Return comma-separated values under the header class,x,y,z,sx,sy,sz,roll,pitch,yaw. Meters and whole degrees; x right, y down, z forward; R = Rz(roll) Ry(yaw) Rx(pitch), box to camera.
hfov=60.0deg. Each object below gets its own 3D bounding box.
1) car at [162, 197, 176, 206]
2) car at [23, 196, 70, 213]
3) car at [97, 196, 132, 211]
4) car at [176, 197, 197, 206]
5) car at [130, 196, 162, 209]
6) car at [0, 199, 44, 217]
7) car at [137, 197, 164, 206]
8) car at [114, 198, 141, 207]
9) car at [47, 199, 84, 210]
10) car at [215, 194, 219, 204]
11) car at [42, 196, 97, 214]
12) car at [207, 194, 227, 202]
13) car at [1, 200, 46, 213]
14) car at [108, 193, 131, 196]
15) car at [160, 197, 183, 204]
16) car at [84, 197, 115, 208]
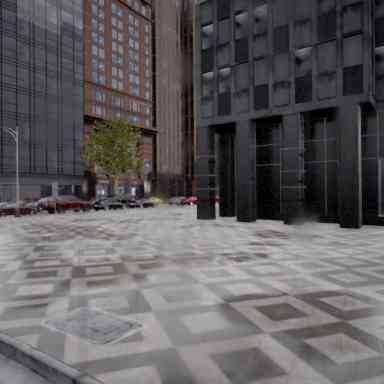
class,x,y,z,sx,sy,sz,roll,pitch,yaw
car,-2.029,1.496,54.748,2.033,1.411,5.357,-1,0,35
car,-16.876,1.392,38.825,2.097,1.767,4.553,-1,0,35
car,-9.641,1.525,39.141,1.947,1.339,4.313,-1,0,35
car,-0.022,1.462,53.055,1.887,1.381,4.507,-1,0,35
car,-6.435,1.509,43.778,1.947,1.339,4.313,-1,0,35
car,-16.055,1.577,29.864,1.802,1.307,4.206,-1,0,35
car,-7.126,1.544,57.767,1.752,1.417,4.829,-1,0,35
car,-10.236,1.613,53.269,1.802,1.307,4.206,-1,0,35
car,-16.651,1.642,43.992,1.802,1.307,4.206,-1,0,35
car,3.184,1.222,57.694,2.192,1.841,5.009,-1,0,35
car,-12.850,1.290,34.504,2.192,1.841,5.009,-1,0,35
car,5.799,1.296,76.463,2.192,1.841,5.009,-1,0,35
car,-19.858,1.642,39.354,1.947,1.339,4.313,-1,0,35
car,-10.951,1.232,47.384,2.150,2.045,5.566,-1,0,35
car,-3.822,1.574,62.547,1.947,1.339,4.313,-1,0,35
car,-13.445,1.484,48.631,1.967,1.590,4.097,-1,0,35
